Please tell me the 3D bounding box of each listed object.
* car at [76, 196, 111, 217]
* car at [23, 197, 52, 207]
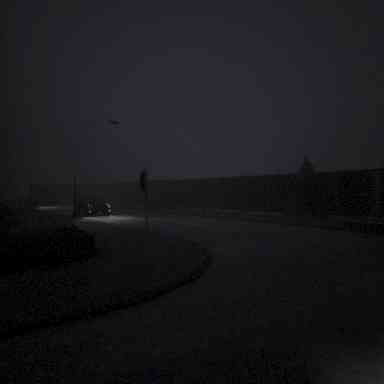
[{"bbox_3d":[-8.891,1.170,29.448,2.097,1.767,4.553,-1,1,-36],"label":"car"},{"bbox_3d":[-22.272,1.371,47.773,5.357,1.411,2.033,0,1,39],"label":"car"}]
